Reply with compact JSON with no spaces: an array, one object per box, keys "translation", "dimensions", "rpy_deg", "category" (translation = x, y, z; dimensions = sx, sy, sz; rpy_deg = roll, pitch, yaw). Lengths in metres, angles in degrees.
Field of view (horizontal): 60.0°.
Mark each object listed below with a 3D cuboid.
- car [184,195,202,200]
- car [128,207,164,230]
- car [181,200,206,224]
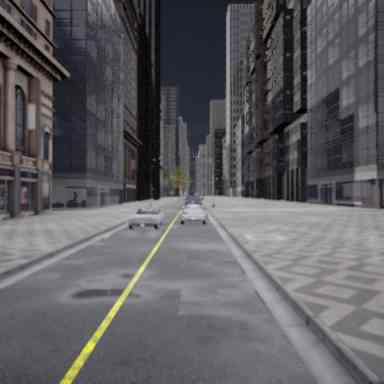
[{"translation":[0.161,1.407,44.979],"dimensions":[2.150,2.045,5.566],"rpy_deg":[0,0,0],"category":"car"},{"translation":[-2.968,1.693,22.127],"dimensions":[1.895,1.301,4.718],"rpy_deg":[0,0,0],"category":"car"},{"translation":[0.104,1.635,25.602],"dimensions":[1.812,1.442,4.674],"rpy_deg":[0,0,0],"category":"car"}]
